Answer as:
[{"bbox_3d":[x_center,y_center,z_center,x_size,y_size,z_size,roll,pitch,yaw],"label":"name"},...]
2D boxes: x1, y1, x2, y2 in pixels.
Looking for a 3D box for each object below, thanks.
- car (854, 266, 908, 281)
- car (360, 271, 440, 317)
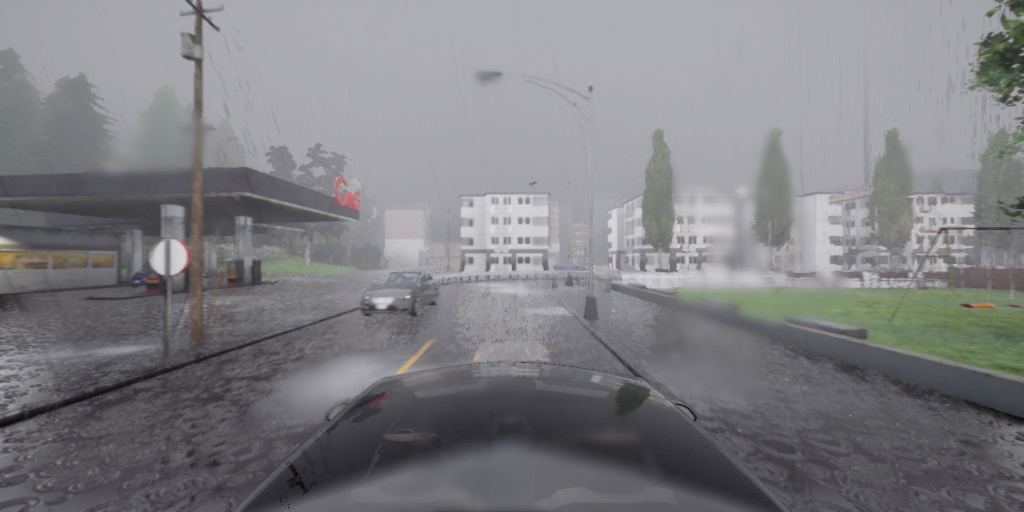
[{"bbox_3d":[34.498,1.587,33.644,4.181,1.385,1.994,0,0,0],"label":"car"},{"bbox_3d":[-4.050,1.335,13.672,2.128,1.511,4.902,0,0,1],"label":"car"}]
